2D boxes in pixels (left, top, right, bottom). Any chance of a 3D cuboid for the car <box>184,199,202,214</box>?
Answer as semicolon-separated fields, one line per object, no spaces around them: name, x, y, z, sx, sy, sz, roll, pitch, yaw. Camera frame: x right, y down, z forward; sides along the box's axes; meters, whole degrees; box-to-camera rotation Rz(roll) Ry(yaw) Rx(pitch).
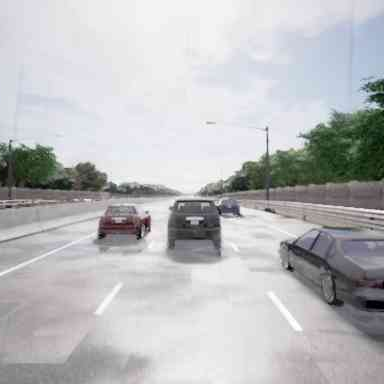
car;0.093;1.580;37.039;1.882;1.535;5.008;0;0;0

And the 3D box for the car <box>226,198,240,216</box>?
car;3.593;1.433;33.953;2.097;1.767;4.553;0;0;0

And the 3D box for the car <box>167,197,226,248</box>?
car;0.097;1.240;15.121;2.150;2.045;5.566;0;0;0

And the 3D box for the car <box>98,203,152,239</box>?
car;-3.404;1.373;17.611;2.097;1.767;4.553;0;0;0

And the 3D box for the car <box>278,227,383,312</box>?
car;3.598;1.557;7.973;2.033;1.411;5.357;0;0;0
